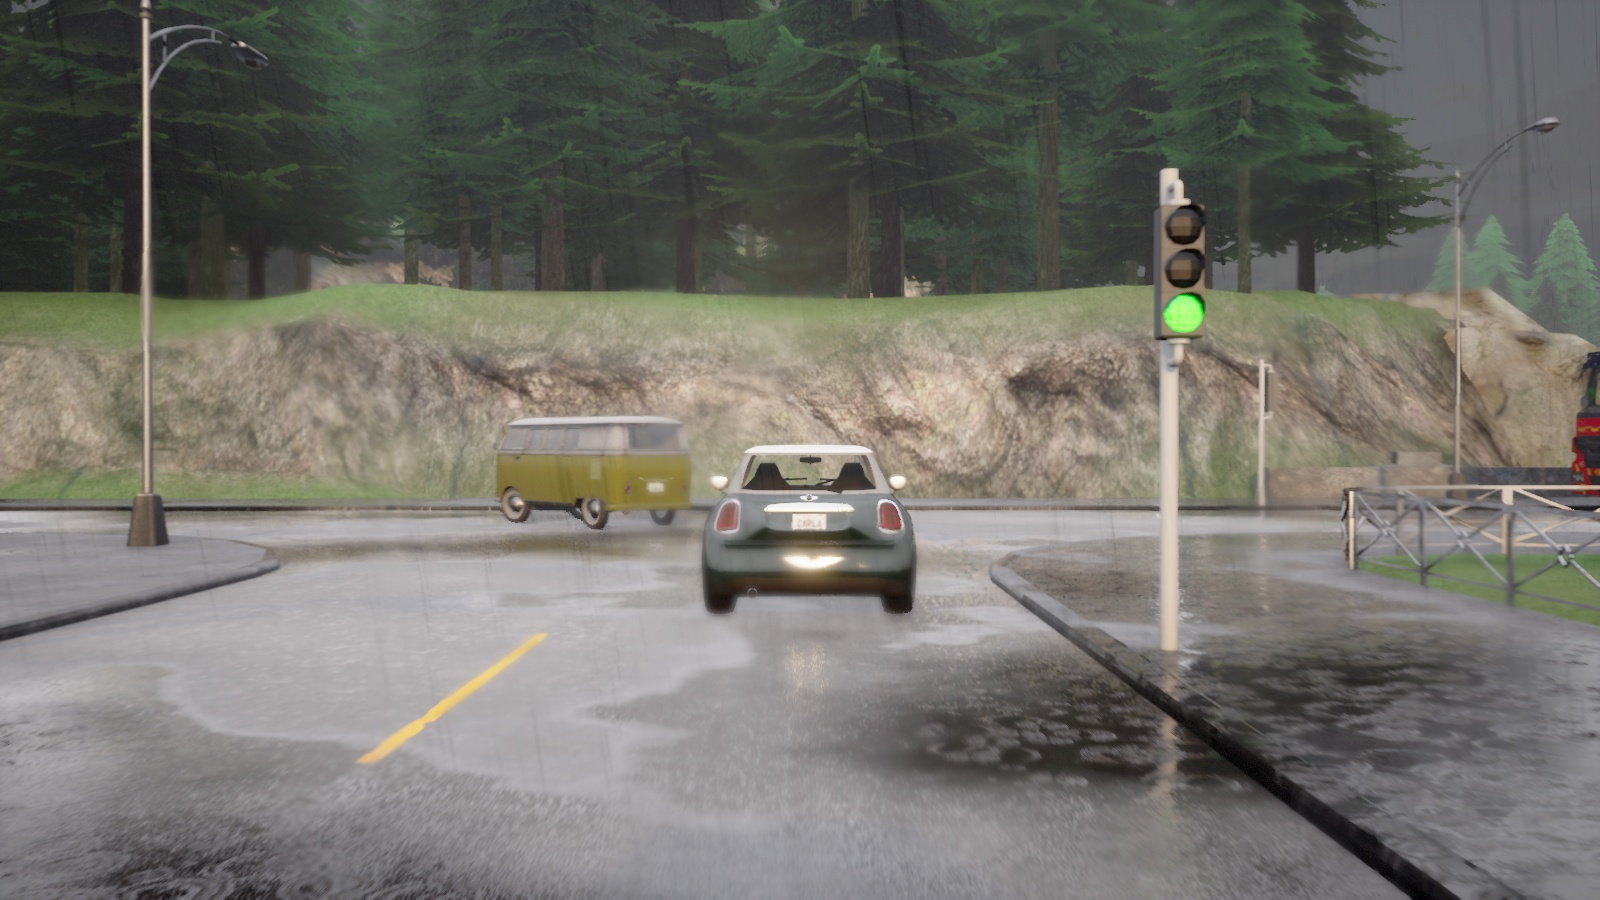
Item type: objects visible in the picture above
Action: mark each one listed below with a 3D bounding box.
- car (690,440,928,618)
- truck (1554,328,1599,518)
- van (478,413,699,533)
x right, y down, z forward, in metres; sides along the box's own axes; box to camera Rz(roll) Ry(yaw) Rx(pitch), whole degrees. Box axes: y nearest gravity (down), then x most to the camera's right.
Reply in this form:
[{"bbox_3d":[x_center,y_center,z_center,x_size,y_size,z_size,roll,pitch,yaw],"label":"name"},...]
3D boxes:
[{"bbox_3d":[0.085,0.643,12.298,1.970,1.475,3.806,0,0,0],"label":"car"},{"bbox_3d":[20.375,-0.545,25.401,8.468,3.827,2.891,0,0,0],"label":"truck"},{"bbox_3d":[-3.959,0.366,23.003,1.775,1.987,4.442,0,0,-44],"label":"van"}]
